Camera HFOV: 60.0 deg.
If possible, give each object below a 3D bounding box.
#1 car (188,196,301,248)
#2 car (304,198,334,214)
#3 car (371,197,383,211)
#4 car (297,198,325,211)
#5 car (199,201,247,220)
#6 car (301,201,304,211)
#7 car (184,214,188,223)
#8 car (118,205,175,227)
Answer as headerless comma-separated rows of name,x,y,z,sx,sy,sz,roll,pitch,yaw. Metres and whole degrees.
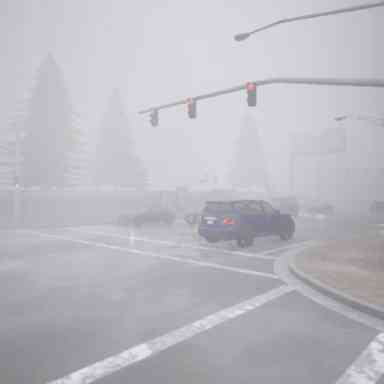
car,2.700,1.367,15.838,5.566,2.045,2.150,0,0,-44
car,15.337,1.818,39.546,1.812,1.442,4.674,0,0,43
car,26.030,1.857,45.657,1.837,1.490,4.892,0,0,43
car,16.442,1.678,45.858,2.097,1.767,4.553,0,0,43
car,3.030,1.696,31.437,1.882,1.535,5.008,0,0,43
car,8.311,1.458,31.985,2.150,2.045,5.566,0,0,43
car,1.611,1.783,24.757,1.895,1.301,4.718,0,0,43
car,-3.239,1.694,24.645,1.812,1.442,4.674,0,0,43
